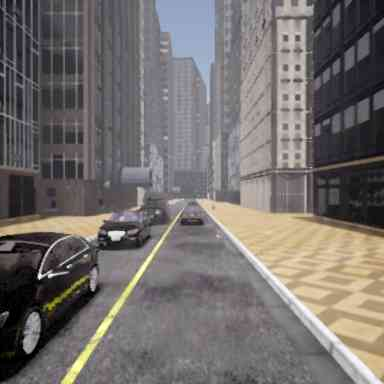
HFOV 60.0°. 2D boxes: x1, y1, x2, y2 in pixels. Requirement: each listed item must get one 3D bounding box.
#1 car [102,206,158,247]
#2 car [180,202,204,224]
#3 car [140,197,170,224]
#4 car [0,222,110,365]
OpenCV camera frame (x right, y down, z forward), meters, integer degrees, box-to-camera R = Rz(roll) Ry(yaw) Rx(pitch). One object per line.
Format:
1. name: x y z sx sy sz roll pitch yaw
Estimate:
1. car: -3.091 1.646 16.011 2.128 1.511 4.902 0 -1 0
2. car: 0.010 1.813 27.400 2.033 1.411 5.357 0 -1 0
3. car: -3.002 1.478 27.604 2.150 2.045 5.566 0 -1 0
4. car: -3.095 1.564 6.073 1.837 1.490 4.892 0 -1 0
